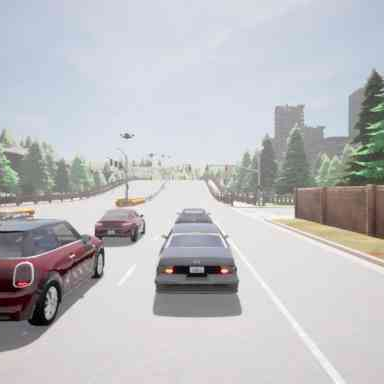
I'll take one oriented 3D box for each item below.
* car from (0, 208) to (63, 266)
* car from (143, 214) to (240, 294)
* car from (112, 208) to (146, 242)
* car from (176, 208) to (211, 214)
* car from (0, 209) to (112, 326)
[{"bbox_3d":[-6.903,1.493,12.645,2.128,1.511,4.902,0,0,0],"label":"car"},{"bbox_3d":[0.097,1.547,8.927,2.033,1.411,5.357,0,0,0],"label":"car"},{"bbox_3d":[-3.408,1.526,16.216,1.812,1.442,4.674,0,0,-1],"label":"car"},{"bbox_3d":[0.096,1.564,18.168,1.994,1.385,4.181,0,0,0],"label":"car"},{"bbox_3d":[-3.403,1.352,7.222,2.097,1.767,4.553,0,0,0],"label":"car"}]
